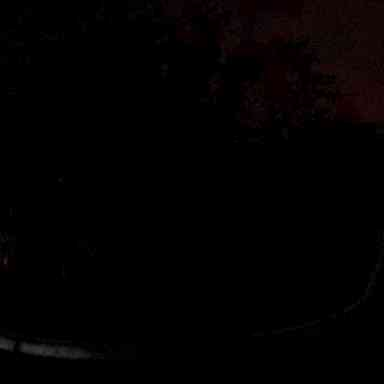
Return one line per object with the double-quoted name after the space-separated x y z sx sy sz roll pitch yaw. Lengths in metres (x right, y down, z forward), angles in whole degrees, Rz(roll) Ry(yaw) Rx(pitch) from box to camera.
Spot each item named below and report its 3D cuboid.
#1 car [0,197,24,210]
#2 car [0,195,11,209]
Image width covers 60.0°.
-25.517 1.516 46.567 2.185 1.767 4.553 -1 -1 33 "car"
-30.532 1.498 49.779 2.435 2.045 5.566 -2 -1 33 "car"
